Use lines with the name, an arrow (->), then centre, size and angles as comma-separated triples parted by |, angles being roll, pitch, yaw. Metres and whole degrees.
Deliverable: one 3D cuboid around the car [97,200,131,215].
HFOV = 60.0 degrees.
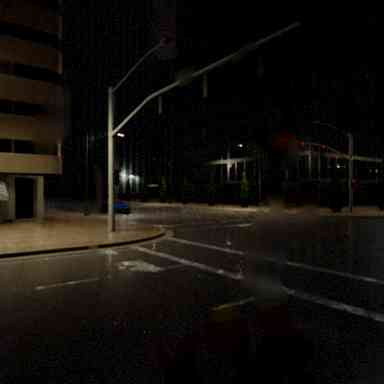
car -> -7.831, 1.516, 33.184 | 1.882, 1.535, 5.008 | 0, 0, -36
